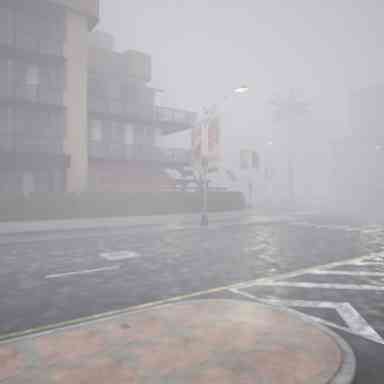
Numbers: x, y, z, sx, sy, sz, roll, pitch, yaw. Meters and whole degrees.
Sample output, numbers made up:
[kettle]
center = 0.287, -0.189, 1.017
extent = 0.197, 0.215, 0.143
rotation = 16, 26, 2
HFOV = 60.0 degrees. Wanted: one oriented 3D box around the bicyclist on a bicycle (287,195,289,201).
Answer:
[bicyclist on a bicycle]
center = 17.317, 1.304, 59.083
extent = 1.656, 1.620, 0.582
rotation = 0, 0, -35
